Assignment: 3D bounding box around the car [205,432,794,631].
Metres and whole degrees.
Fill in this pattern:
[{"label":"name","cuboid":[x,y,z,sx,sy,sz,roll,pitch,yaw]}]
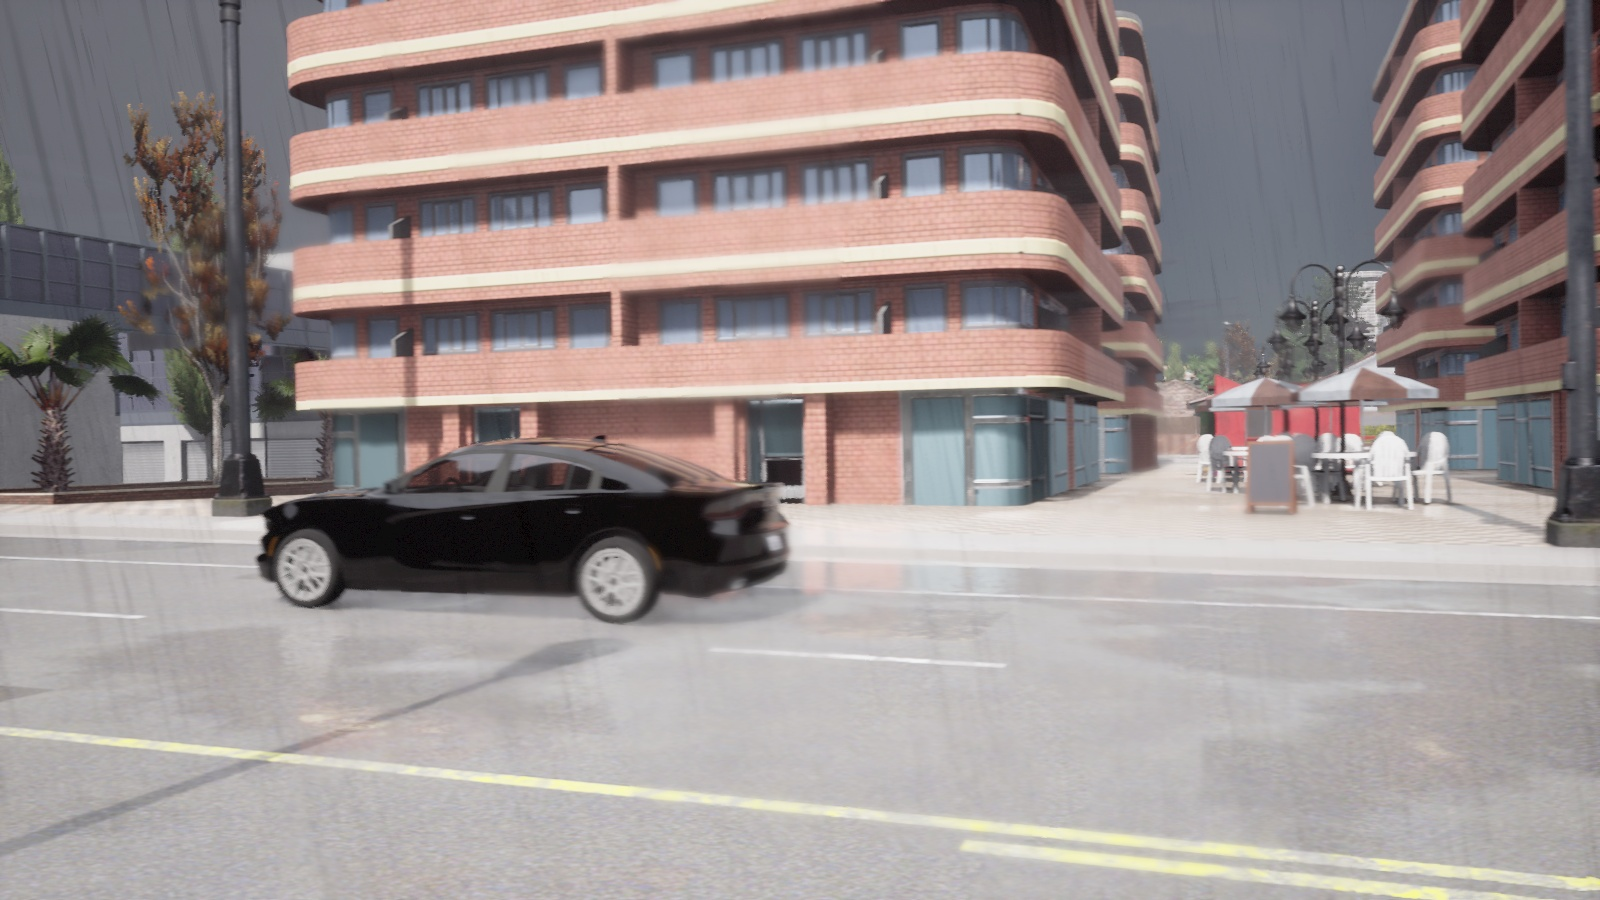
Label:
[{"label":"car","cuboid":[-2.728,0.611,11.496,5.008,1.535,1.882,1,1,19]}]
